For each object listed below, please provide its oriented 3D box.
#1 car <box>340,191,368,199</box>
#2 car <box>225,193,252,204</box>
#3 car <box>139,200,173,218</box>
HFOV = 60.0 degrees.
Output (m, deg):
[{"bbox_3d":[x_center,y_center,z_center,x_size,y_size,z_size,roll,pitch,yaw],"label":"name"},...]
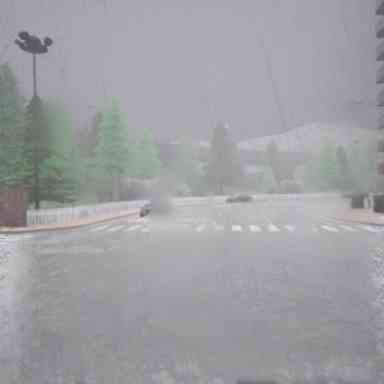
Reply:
[{"bbox_3d":[29.569,0.525,60.705,4.892,1.490,1.837,-1,0,-3],"label":"car"},{"bbox_3d":[6.992,0.975,49.854,1.882,1.535,5.008,-2,0,44],"label":"car"},{"bbox_3d":[-2.924,1.372,27.558,1.994,1.385,4.181,-1,0,9],"label":"car"}]
